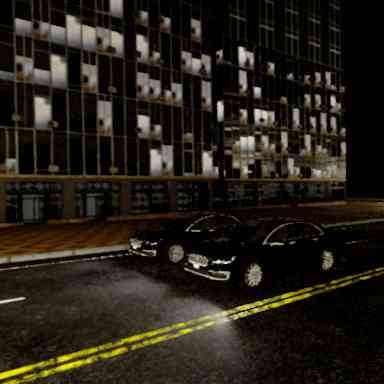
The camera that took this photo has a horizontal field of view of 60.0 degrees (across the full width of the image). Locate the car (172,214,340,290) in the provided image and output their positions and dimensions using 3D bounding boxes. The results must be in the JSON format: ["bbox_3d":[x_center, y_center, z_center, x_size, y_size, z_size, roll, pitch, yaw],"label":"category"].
[{"bbox_3d":[2.088,1.488,9.124,4.892,1.490,1.837,1,0,-35],"label":"car"}]

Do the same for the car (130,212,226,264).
[{"bbox_3d":[0.204,1.488,11.771,4.892,1.490,1.837,1,0,-35],"label":"car"}]
